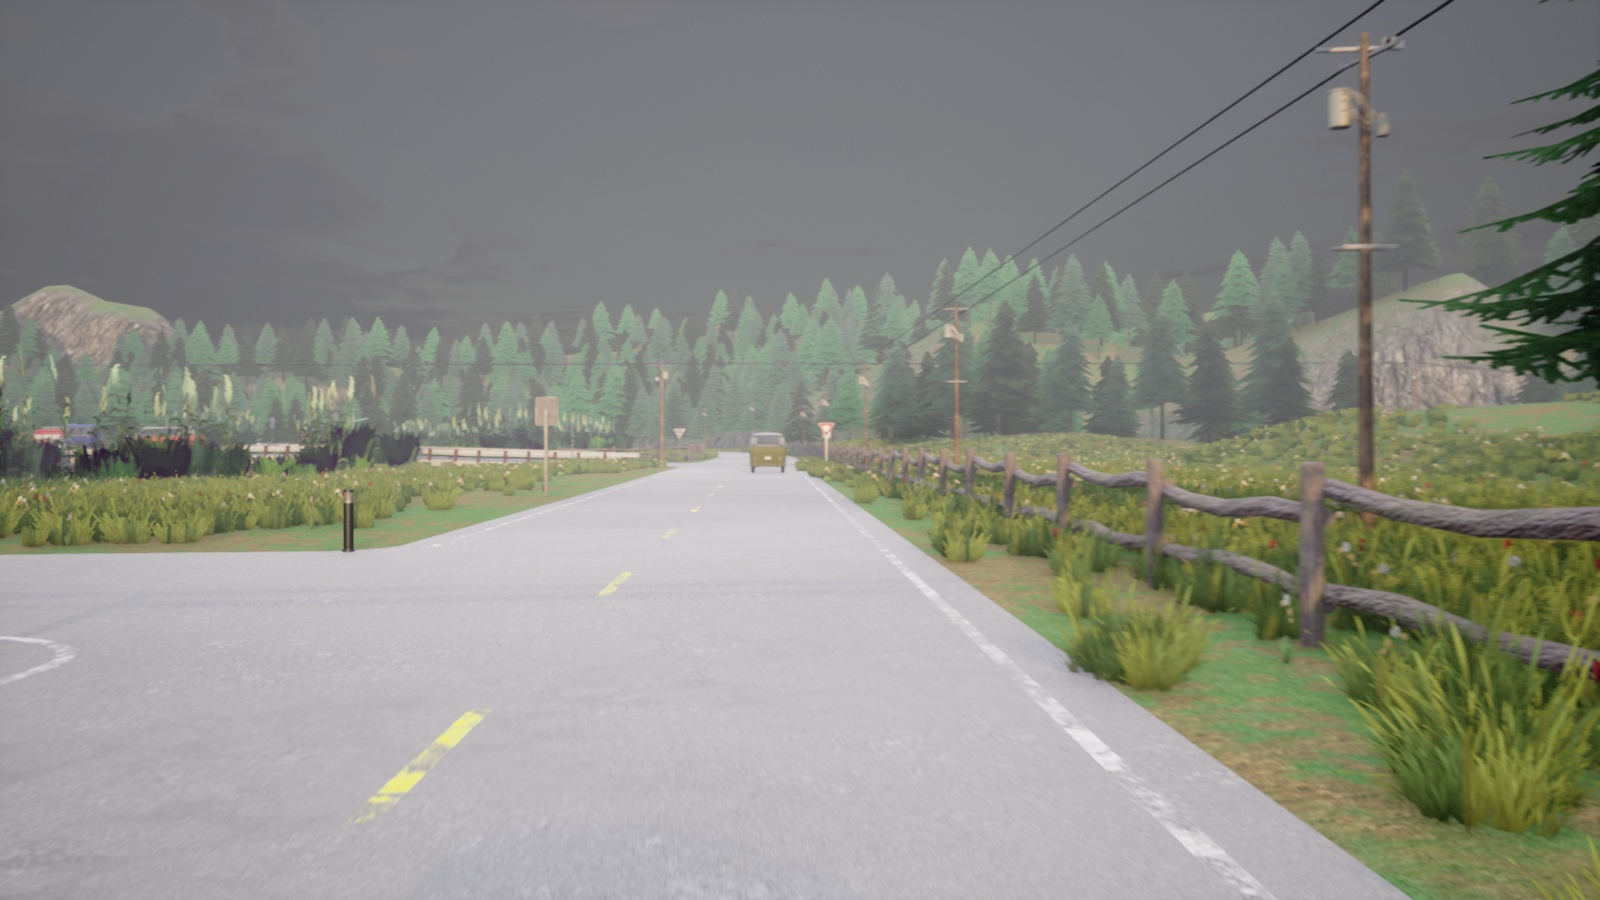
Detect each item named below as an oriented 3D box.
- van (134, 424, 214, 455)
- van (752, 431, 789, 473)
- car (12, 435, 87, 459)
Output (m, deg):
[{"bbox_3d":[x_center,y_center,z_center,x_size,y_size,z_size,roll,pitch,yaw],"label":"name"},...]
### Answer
[{"bbox_3d":[-42.354,-0.725,84.990,4.442,1.987,1.775,-1,0,0],"label":"van"},{"bbox_3d":[-1.460,0.075,61.910,1.775,1.987,4.442,0,1,-1],"label":"van"},{"bbox_3d":[-50.688,-0.211,84.864,3.806,1.475,1.970,-3,0,-1],"label":"car"}]
